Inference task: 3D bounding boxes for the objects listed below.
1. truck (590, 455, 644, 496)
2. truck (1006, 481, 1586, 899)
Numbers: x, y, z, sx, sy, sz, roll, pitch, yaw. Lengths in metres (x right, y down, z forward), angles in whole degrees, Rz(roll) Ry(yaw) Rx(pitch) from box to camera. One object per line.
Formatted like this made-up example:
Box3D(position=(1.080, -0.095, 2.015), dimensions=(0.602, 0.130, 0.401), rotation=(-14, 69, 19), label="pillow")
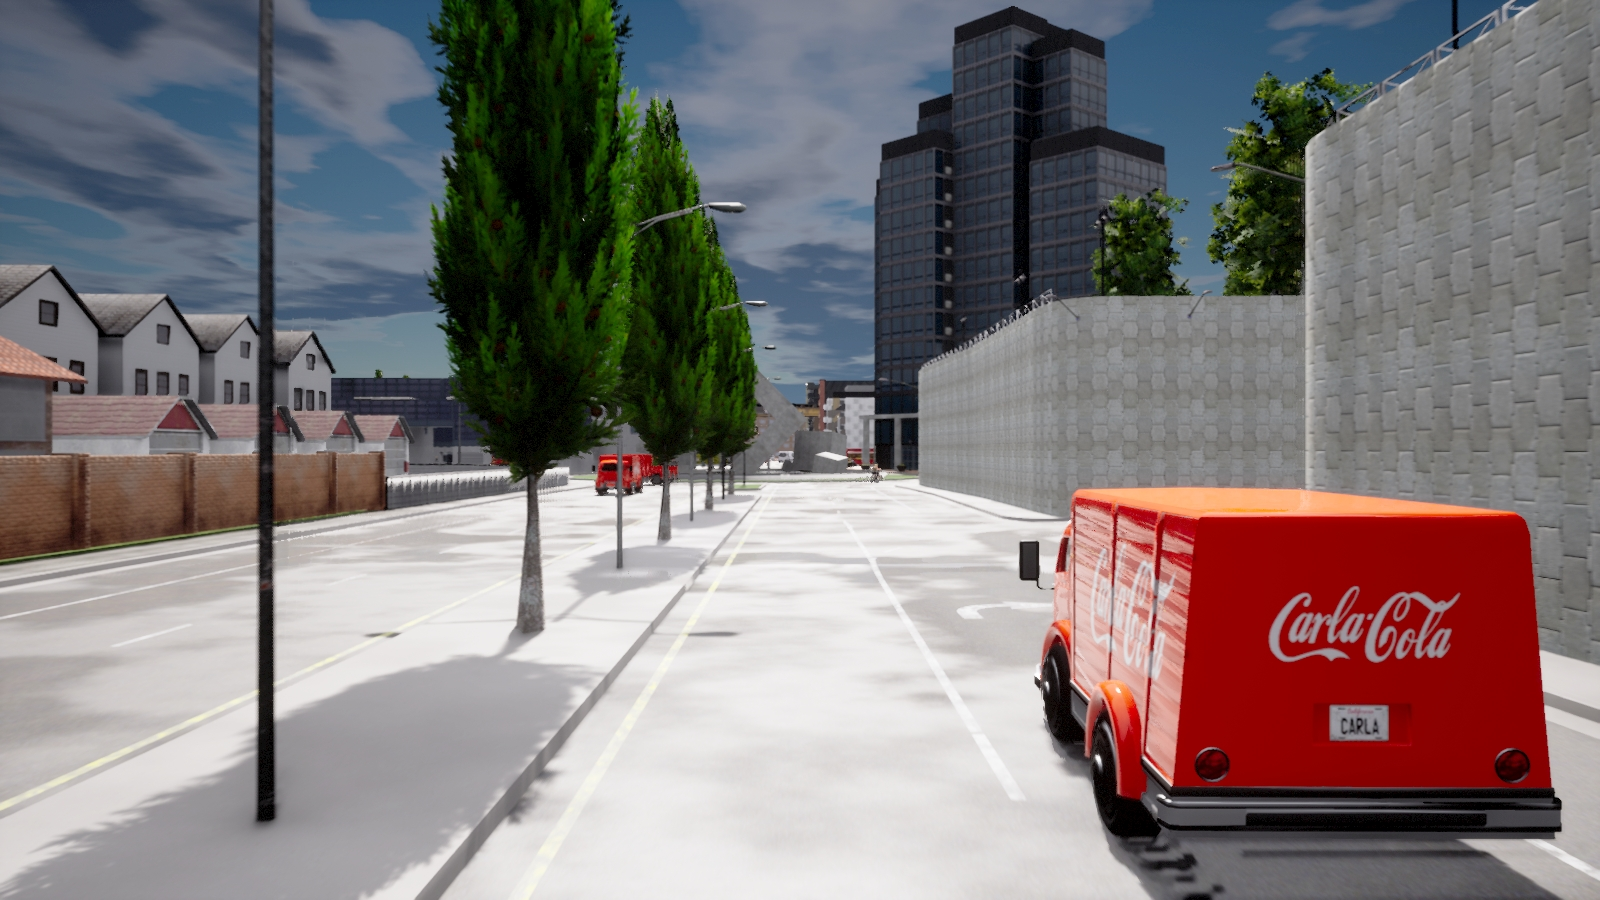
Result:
Box3D(position=(-11.508, 1.567, 72.253), dimensions=(2.627, 2.467, 5.204), rotation=(0, 0, 0), label="truck")
Box3D(position=(3.471, 1.568, 9.529), dimensions=(2.627, 2.467, 5.204), rotation=(0, 0, 1), label="truck")
